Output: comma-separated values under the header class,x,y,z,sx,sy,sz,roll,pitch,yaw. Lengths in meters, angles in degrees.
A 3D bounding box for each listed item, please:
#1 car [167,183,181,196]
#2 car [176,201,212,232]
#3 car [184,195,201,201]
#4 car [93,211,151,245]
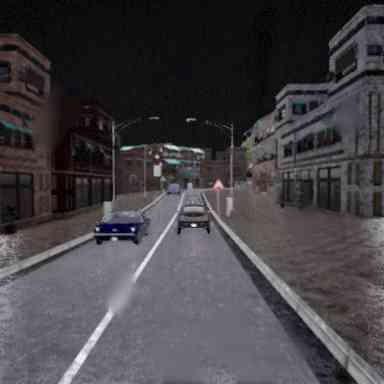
class,x,y,z,sx,sy,sz,roll,pitch,yaw
car,-3.053,-0.445,57.567,2.150,2.045,5.566,0,4,1
car,0.098,1.493,19.858,1.837,1.490,4.892,0,0,0
car,0.095,1.070,38.795,2.033,1.411,5.357,0,3,0
car,-3.101,1.593,15.571,1.895,1.301,4.718,0,0,0
